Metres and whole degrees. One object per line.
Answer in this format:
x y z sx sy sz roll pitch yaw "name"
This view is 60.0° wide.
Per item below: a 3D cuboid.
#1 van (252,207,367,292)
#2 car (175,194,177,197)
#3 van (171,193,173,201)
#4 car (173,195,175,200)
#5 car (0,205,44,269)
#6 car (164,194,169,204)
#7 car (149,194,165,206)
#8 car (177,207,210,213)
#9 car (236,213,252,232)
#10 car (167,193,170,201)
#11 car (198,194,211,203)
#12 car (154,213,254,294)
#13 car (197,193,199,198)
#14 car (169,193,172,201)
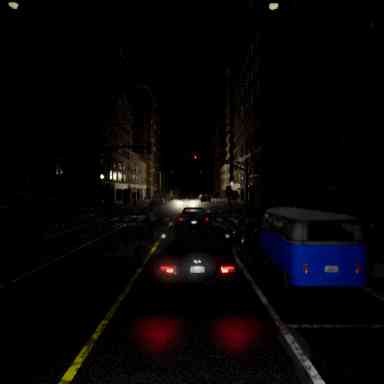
2.853 1.335 8.653 1.690 1.788 3.998 0 0 0 "van"
-5.687 1.237 85.005 2.192 1.841 5.009 0 0 0 "car"
-5.685 1.266 74.104 1.690 1.788 3.998 0 0 0 "van"
-5.685 1.474 79.555 2.008 1.369 4.403 0 0 0 "car"
-5.671 1.309 8.612 2.192 1.841 5.009 0 0 0 "car"
-5.681 1.486 57.751 2.008 1.369 4.403 0 0 0 "car"
-5.680 1.466 52.131 1.752 1.417 4.829 0 0 0 "car"
0.097 1.547 19.243 1.994 1.385 4.181 0 0 0 "car"
2.853 1.554 14.314 1.947 1.339 4.313 0 0 0 "car"
-5.682 1.475 63.202 1.887 1.381 4.507 0 0 0 "car"
2.841 1.367 68.690 1.967 1.590 4.097 0 0 0 "car"
0.099 1.541 8.923 2.033 1.411 5.357 0 0 0 "car"
2.840 1.473 79.588 2.008 1.369 4.403 0 0 0 "car"
-5.683 1.472 68.653 1.887 1.381 4.507 0 0 0 "car"
